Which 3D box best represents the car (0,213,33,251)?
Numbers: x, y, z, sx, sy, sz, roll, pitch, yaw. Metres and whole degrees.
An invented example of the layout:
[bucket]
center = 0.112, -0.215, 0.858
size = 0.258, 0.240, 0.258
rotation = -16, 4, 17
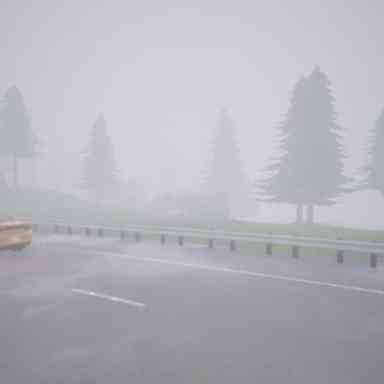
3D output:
[car]
center = -8.140, 1.434, 12.278
size = 5.008, 1.535, 1.882
rotation = 0, 0, 27
